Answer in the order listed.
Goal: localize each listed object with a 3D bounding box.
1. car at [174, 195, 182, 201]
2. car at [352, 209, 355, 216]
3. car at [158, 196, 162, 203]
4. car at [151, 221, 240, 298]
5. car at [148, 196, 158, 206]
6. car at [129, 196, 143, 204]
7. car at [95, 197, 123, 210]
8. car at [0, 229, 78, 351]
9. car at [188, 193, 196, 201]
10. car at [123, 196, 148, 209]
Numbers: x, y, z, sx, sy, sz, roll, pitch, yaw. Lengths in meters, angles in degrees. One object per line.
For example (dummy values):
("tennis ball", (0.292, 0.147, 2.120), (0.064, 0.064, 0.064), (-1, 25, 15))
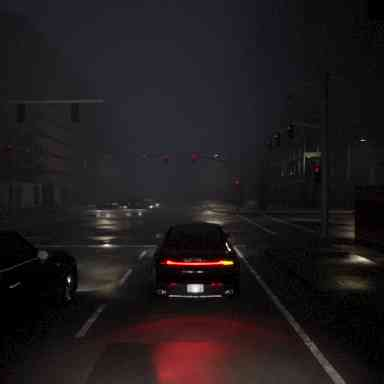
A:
("car", (-3.517, 1.551, 84.269), (1.994, 1.385, 4.181), (0, 0, 1))
("car", (15.972, 1.656, 27.702), (4.718, 1.301, 1.895), (0, 0, 0))
("car", (-7.229, 1.490, 66.914), (2.128, 1.511, 4.902), (0, 0, 1))
("car", (0.081, 1.505, 8.476), (1.837, 1.490, 4.892), (0, 0, 0))
("car", (-7.404, 1.476, 56.312), (1.882, 1.535, 5.008), (0, 0, 1))
("car", (-10.774, 1.524, 64.539), (1.812, 1.442, 4.674), (0, 0, 1))
("car", (-10.950, 1.547, 43.405), (2.033, 1.411, 5.357), (0, 0, 2))
("car", (-3.445, 1.352, 5.153), (2.097, 1.767, 4.553), (0, 0, 0))
("car", (-0.014, 1.223, 84.494), (2.150, 2.045, 5.566), (0, 0, 1))
("car", (-7.462, 1.506, 44.632), (1.837, 1.490, 4.892), (0, -1, 0))
